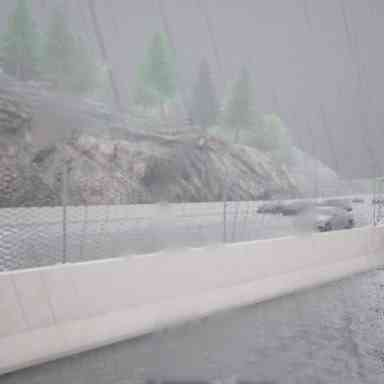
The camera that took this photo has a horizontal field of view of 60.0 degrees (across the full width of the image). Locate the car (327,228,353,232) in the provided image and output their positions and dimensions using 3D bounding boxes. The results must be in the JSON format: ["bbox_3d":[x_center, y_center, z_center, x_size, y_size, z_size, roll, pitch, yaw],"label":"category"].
[{"bbox_3d":[7.907,1.577,19.555,4.674,1.442,1.812,0,0,-42],"label":"car"}]
